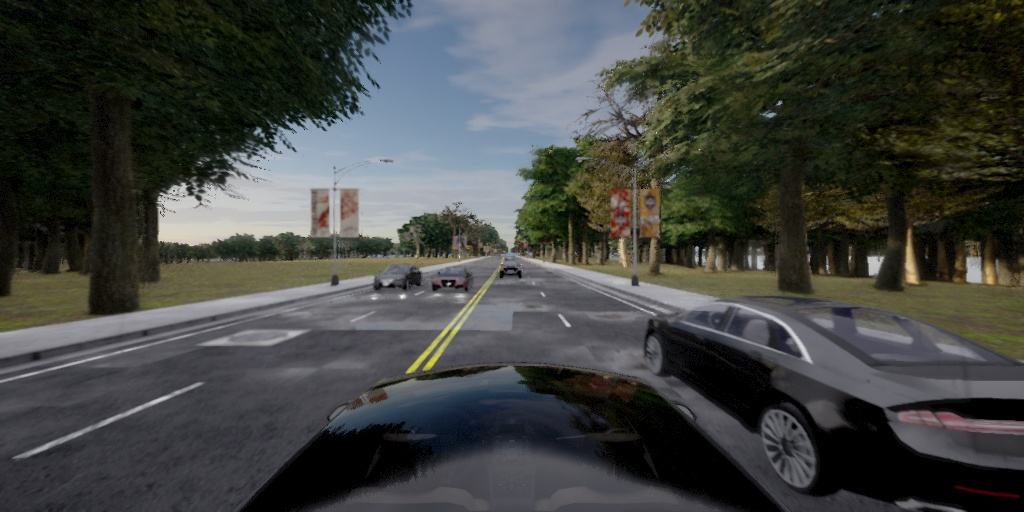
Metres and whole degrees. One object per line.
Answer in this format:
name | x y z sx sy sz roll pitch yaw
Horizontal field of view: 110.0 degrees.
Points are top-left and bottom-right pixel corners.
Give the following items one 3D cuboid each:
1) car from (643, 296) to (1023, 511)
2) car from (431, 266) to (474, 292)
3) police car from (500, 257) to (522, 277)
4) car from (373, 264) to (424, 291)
car | 3.249 1.241 4.478 2.128 1.511 4.902 0 0 0
car | -3.357 1.285 20.983 1.994 1.385 4.181 0 0 0
police car | -0.128 1.165 34.041 2.038 1.542 4.974 0 1 0
car | -6.608 1.213 21.287 2.128 1.511 4.902 0 0 0
